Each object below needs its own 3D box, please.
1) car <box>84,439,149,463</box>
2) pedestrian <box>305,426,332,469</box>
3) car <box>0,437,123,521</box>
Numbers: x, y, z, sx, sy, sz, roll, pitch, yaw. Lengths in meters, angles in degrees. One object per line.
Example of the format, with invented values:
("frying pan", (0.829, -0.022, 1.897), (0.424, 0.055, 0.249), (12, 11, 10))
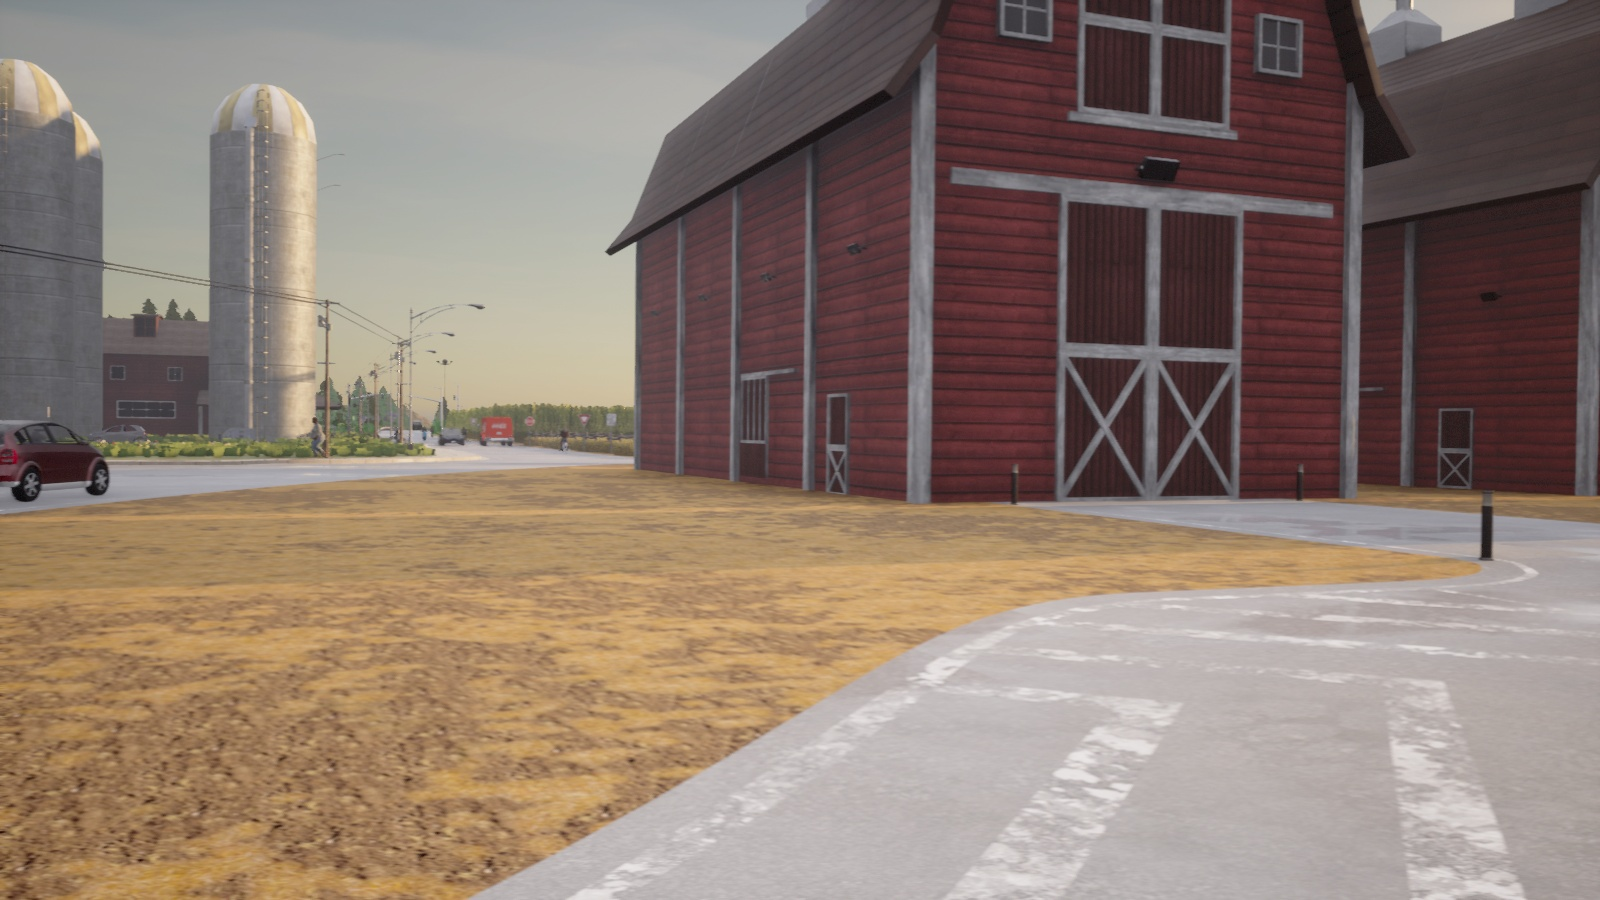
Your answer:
("car", (-46.207, 0.065, 84.985), (3.633, 1.501, 1.845), (-1, 1, -22))
("pedestrian", (-21.074, -0.115, 54.938), (0.900, 1.855, 0.874), (-1, 1, -33))
("car", (-15.329, 0.524, 24.972), (1.789, 1.549, 3.705), (-1, 1, -2))
